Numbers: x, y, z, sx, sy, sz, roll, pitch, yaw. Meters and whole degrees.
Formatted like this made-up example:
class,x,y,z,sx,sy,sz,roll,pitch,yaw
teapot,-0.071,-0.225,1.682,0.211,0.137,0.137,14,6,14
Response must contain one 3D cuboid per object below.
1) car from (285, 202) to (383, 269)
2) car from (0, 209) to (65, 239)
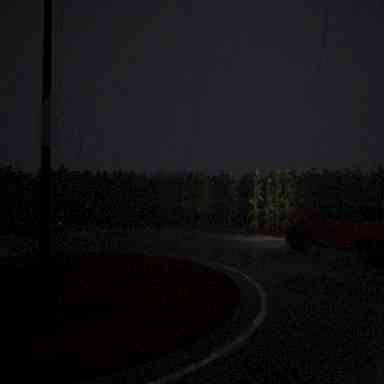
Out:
class,x,y,z,sx,sy,sz,roll,pitch,yaw
car,5.872,1.362,12.109,2.150,2.045,5.566,1,0,-25
car,-9.253,1.587,16.715,5.357,1.411,2.033,1,-2,-25
